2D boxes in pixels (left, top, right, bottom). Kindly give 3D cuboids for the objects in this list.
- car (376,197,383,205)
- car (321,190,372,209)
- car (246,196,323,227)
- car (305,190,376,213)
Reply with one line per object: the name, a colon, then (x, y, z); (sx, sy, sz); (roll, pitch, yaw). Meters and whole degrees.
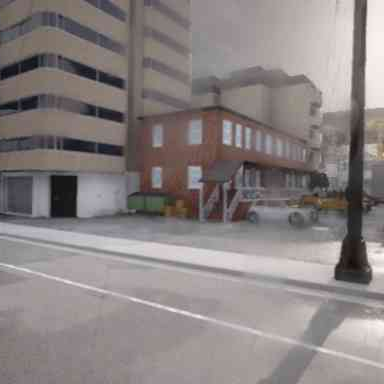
car: (16.078, 0.619, 33.026); (5.357, 1.415, 2.033); (1, 1, 36)
car: (14.240, 0.627, 30.652); (3.988, 1.617, 1.851); (0, 0, 36)
car: (5.161, 1.128, 19.199); (3.806, 1.475, 1.970); (0, 0, 36)
car: (10.749, 0.783, 25.159); (5.027, 1.636, 2.152); (2, 1, 36)
